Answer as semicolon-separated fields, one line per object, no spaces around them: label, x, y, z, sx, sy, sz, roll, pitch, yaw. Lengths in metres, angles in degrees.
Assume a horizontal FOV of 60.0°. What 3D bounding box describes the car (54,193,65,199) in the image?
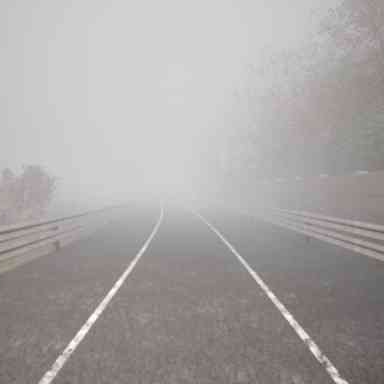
car;-24.791;0.846;59.565;2.128;1.511;4.902;1;4;16

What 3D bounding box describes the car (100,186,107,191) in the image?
car;-24.202;-0.914;86.278;2.033;1.411;5.357;1;4;17

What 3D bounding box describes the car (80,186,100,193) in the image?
car;-23.668;-0.196;75.787;1.994;1.385;4.181;1;4;16
